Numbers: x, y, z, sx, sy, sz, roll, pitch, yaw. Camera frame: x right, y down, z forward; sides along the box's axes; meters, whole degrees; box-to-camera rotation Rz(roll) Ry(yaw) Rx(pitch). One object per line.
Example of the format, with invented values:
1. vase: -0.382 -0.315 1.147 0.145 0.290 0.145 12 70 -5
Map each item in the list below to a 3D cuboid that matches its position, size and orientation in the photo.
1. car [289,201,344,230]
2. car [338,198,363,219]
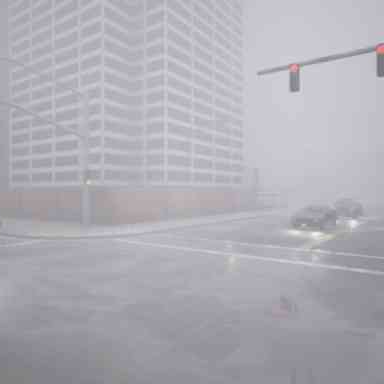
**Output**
1. car: 8.070 1.549 21.644 2.033 1.411 5.357 0 0 35
2. car: 13.800 1.354 29.742 2.097 1.767 4.553 0 0 35
